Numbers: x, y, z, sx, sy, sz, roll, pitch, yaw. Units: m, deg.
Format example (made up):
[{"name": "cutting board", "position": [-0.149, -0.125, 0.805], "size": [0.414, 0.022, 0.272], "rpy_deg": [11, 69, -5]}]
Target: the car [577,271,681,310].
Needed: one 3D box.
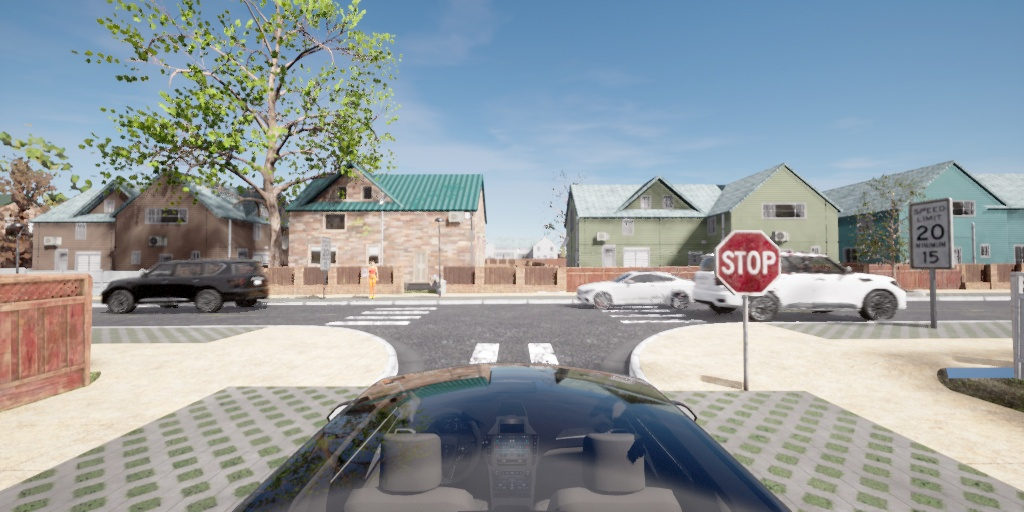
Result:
[{"name": "car", "position": [4.924, 1.312, 14.163], "size": [4.674, 1.442, 1.812], "rpy_deg": [-1, -1, 1]}]

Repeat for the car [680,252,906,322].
[{"name": "car", "position": [8.625, 0.900, 11.169], "size": [5.566, 2.045, 2.150], "rpy_deg": [0, -1, 1]}]

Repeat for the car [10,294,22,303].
[{"name": "car", "position": [-17.721, 1.538, 11.516], "size": [4.718, 1.301, 1.895], "rpy_deg": [-1, -1, 1]}]

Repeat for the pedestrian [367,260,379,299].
[{"name": "pedestrian", "position": [-6.707, 1.110, 17.239], "size": [0.375, 1.860, 0.375], "rpy_deg": [0, -1, 1]}]

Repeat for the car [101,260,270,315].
[{"name": "car", "position": [-12.865, 1.180, 14.401], "size": [5.566, 2.045, 2.150], "rpy_deg": [-1, -1, 0]}]
